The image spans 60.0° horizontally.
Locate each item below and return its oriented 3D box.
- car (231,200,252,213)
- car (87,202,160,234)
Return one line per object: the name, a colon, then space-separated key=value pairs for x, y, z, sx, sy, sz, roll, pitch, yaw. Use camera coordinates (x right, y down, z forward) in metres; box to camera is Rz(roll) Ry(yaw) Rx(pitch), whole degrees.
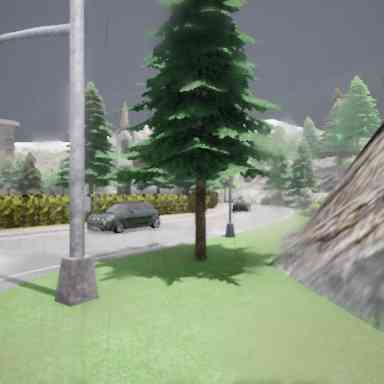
car: x=5.780 y=1.642 z=38.547 sx=1.895 sy=1.301 sz=4.718 roll=0 pitch=0 yaw=16
car: x=-3.940 y=1.389 z=19.676 sx=2.097 sy=1.767 sz=4.553 roll=0 pitch=0 yaw=34
